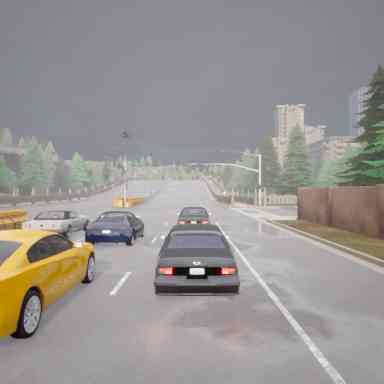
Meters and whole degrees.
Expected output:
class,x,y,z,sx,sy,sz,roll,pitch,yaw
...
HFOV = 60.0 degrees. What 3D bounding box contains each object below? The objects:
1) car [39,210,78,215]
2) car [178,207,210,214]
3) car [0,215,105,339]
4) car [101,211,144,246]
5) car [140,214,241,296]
class,x,y,z,sx,sy,sz,roll,pitch,yaw
car,-6.916,1.601,17.582,1.895,1.301,4.718,0,0,0
car,0.106,1.547,18.872,2.033,1.411,5.357,0,0,1
car,-3.406,1.478,6.596,1.882,1.535,5.008,0,0,0
car,-3.419,1.564,15.353,1.994,1.385,4.181,0,0,0
car,0.092,1.547,8.806,2.033,1.411,5.357,0,0,0
